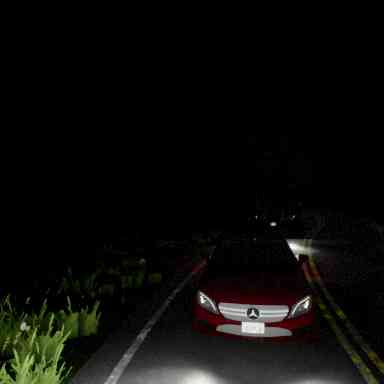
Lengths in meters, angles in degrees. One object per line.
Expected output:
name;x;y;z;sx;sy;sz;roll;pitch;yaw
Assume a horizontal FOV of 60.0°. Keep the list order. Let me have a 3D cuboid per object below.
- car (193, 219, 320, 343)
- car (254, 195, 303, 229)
car;1.232;1.534;6.686;1.812;1.442;4.674;-1;0;11
car;5.005;1.215;18.857;2.150;2.045;5.566;-2;-1;22
